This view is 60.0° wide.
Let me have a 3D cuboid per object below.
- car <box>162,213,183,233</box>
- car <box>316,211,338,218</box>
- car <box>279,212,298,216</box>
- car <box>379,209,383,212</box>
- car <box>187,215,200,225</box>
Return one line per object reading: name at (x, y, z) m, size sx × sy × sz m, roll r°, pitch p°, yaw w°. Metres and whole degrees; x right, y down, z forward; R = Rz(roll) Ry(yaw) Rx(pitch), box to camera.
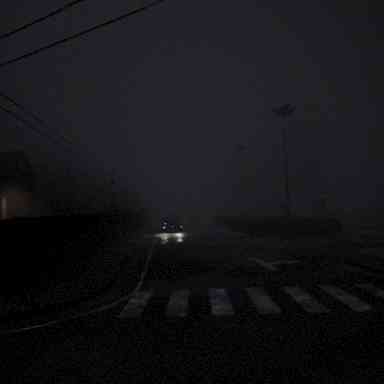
car at (-2.253, 3.506, 38.275) m, size 2.150 × 2.045 × 5.566 m, roll -2°, pitch -3°, yaw -5°
car at (22.151, 3.905, 55.580) m, size 3.905 × 1.438 × 1.784 m, roll -2°, pitch -3°, yaw -5°
car at (16.116, 4.158, 56.874) m, size 2.128 × 1.511 × 4.902 m, roll -1°, pitch -3°, yaw -20°
car at (34.855, 3.574, 57.914) m, size 4.193 × 1.474 × 1.816 m, roll -2°, pitch -3°, yaw -5°
car at (0.214, 4.508, 53.385) m, size 1.882 × 1.535 × 5.008 m, roll -2°, pitch -3°, yaw -5°
